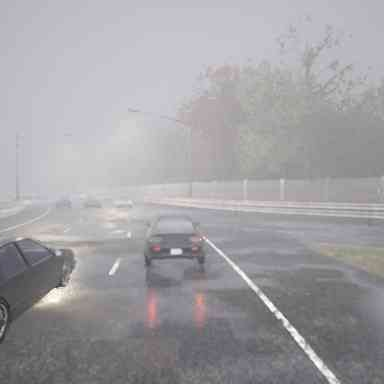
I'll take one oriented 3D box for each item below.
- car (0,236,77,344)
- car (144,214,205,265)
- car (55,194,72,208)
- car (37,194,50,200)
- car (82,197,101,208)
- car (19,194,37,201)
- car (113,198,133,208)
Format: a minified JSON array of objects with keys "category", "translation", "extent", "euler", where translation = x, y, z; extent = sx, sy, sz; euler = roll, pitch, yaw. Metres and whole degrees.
[{"category":"car","translation":[-3.736,1.530,6.047],"extent":[2.033,1.411,5.357],"euler":[0,0,-3]},{"category":"car","translation":[-0.655,1.472,11.475],"extent":[1.812,1.442,4.674],"euler":[0,0,-5]},{"category":"car","translation":[-17.095,1.336,44.031],"extent":[2.128,1.511,4.902],"euler":[0,0,-25]},{"category":"car","translation":[-33.946,1.107,75.069],"extent":[5.357,1.411,2.033],"euler":[0,0,44]},{"category":"car","translation":[-13.571,1.393,44.719],"extent":[1.994,1.385,4.181],"euler":[0,0,-25]},{"category":"car","translation":[-36.491,1.113,72.666],"extent":[4.902,1.511,2.128],"euler":[0,0,44]},{"category":"car","translation":[-9.148,1.421,43.512],"extent":[1.895,1.301,4.718],"euler":[0,0,-22]}]
